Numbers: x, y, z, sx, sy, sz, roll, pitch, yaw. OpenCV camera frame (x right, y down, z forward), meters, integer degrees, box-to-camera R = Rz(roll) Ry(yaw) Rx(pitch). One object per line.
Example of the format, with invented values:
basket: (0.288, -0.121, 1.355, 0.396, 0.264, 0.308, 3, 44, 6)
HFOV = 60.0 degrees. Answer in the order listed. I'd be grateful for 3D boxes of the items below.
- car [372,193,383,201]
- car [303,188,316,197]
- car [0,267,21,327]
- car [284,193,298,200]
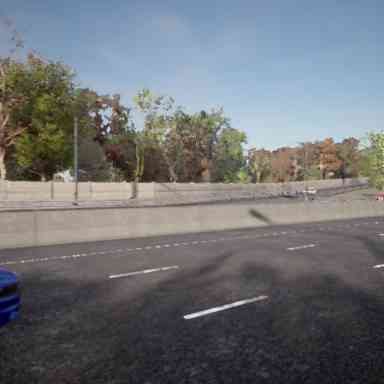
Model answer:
car: (33.760, 1.209, 58.080, 5.566, 2.045, 2.150, 0, 0, -35)
car: (29.062, 0.103, 82.240, 2.150, 2.045, 5.566, 0, 2, 33)
car: (-5.069, 1.477, 4.426, 5.008, 1.535, 1.882, 0, 0, -36)
car: (20.569, 0.892, 68.899, 1.895, 1.301, 4.718, 0, 1, 31)
